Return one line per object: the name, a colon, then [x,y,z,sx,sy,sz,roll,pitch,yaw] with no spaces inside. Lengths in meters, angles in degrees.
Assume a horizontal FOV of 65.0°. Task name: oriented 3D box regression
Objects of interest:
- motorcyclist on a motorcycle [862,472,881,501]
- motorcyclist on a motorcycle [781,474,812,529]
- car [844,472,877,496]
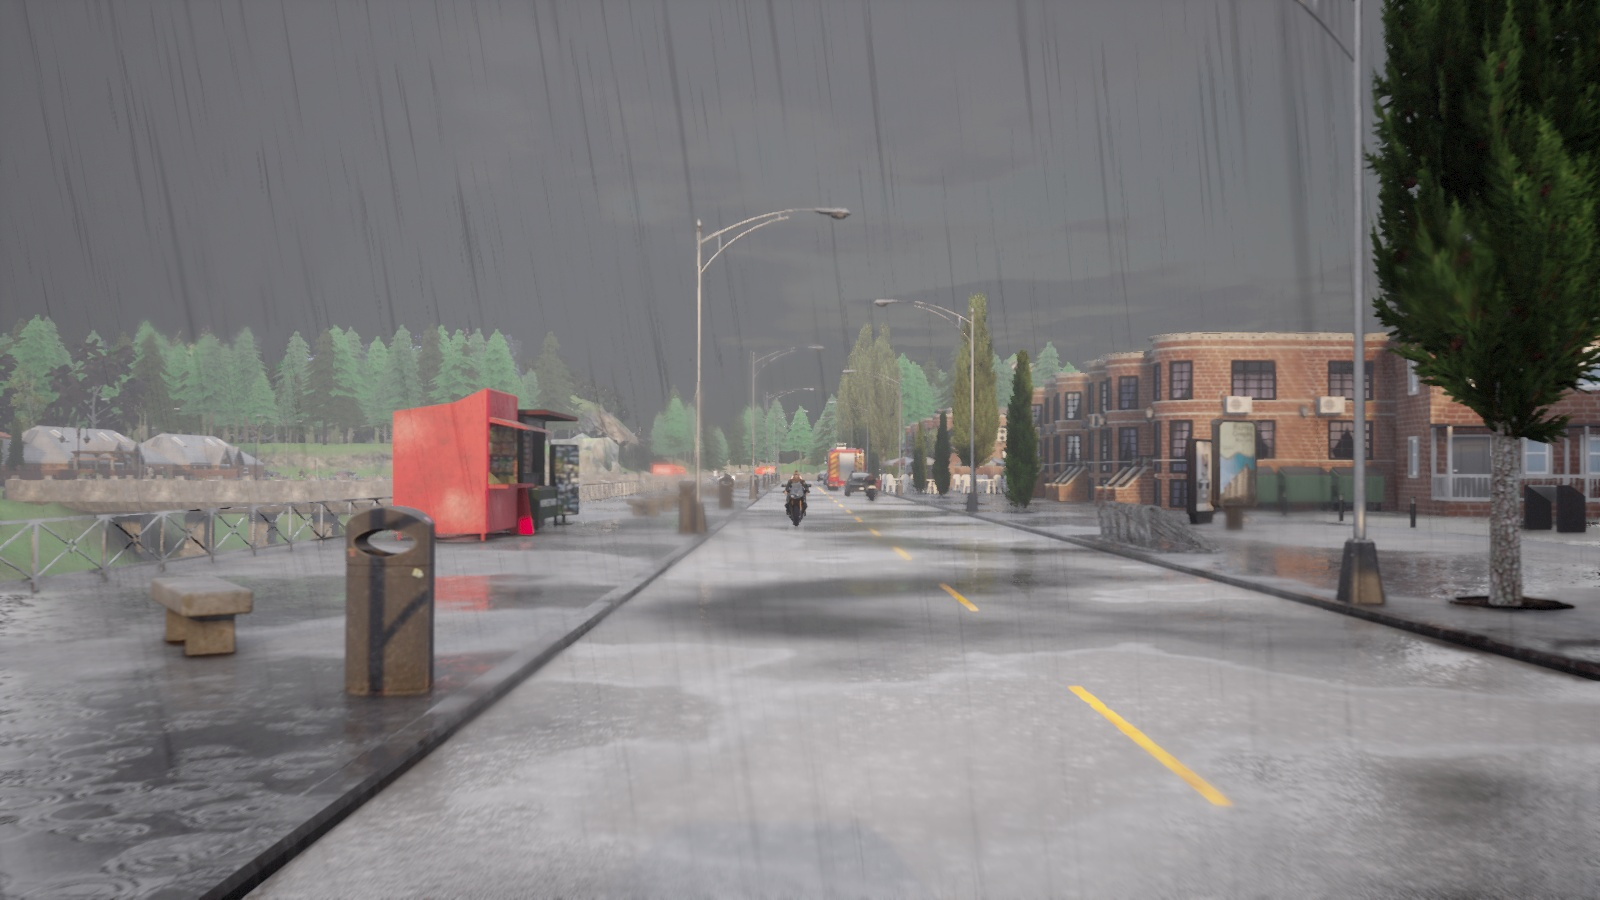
motorcyclist on a motorcycle: [3.825,1.964,67.500,0.866,1.530,2.191,0,-1,0]
motorcyclist on a motorcycle: [-0.094,1.457,36.284,0.866,1.530,2.191,0,-1,0]
car: [3.794,2.139,79.709,1.837,1.490,4.892,0,-1,0]
